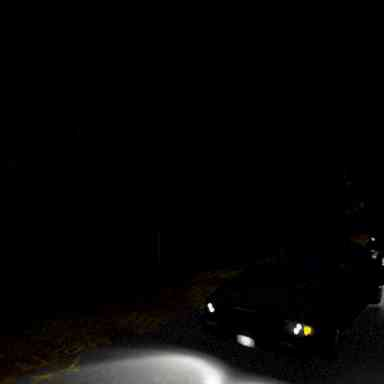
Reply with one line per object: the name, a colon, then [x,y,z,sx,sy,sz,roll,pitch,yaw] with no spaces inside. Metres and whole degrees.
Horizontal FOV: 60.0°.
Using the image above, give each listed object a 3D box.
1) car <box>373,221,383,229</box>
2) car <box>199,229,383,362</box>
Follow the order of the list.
car: [9.229,1.709,14.419,2.033,1.411,5.357,-2,-1,41]
car: [2.436,1.683,6.612,2.033,1.411,5.357,-2,-2,40]
